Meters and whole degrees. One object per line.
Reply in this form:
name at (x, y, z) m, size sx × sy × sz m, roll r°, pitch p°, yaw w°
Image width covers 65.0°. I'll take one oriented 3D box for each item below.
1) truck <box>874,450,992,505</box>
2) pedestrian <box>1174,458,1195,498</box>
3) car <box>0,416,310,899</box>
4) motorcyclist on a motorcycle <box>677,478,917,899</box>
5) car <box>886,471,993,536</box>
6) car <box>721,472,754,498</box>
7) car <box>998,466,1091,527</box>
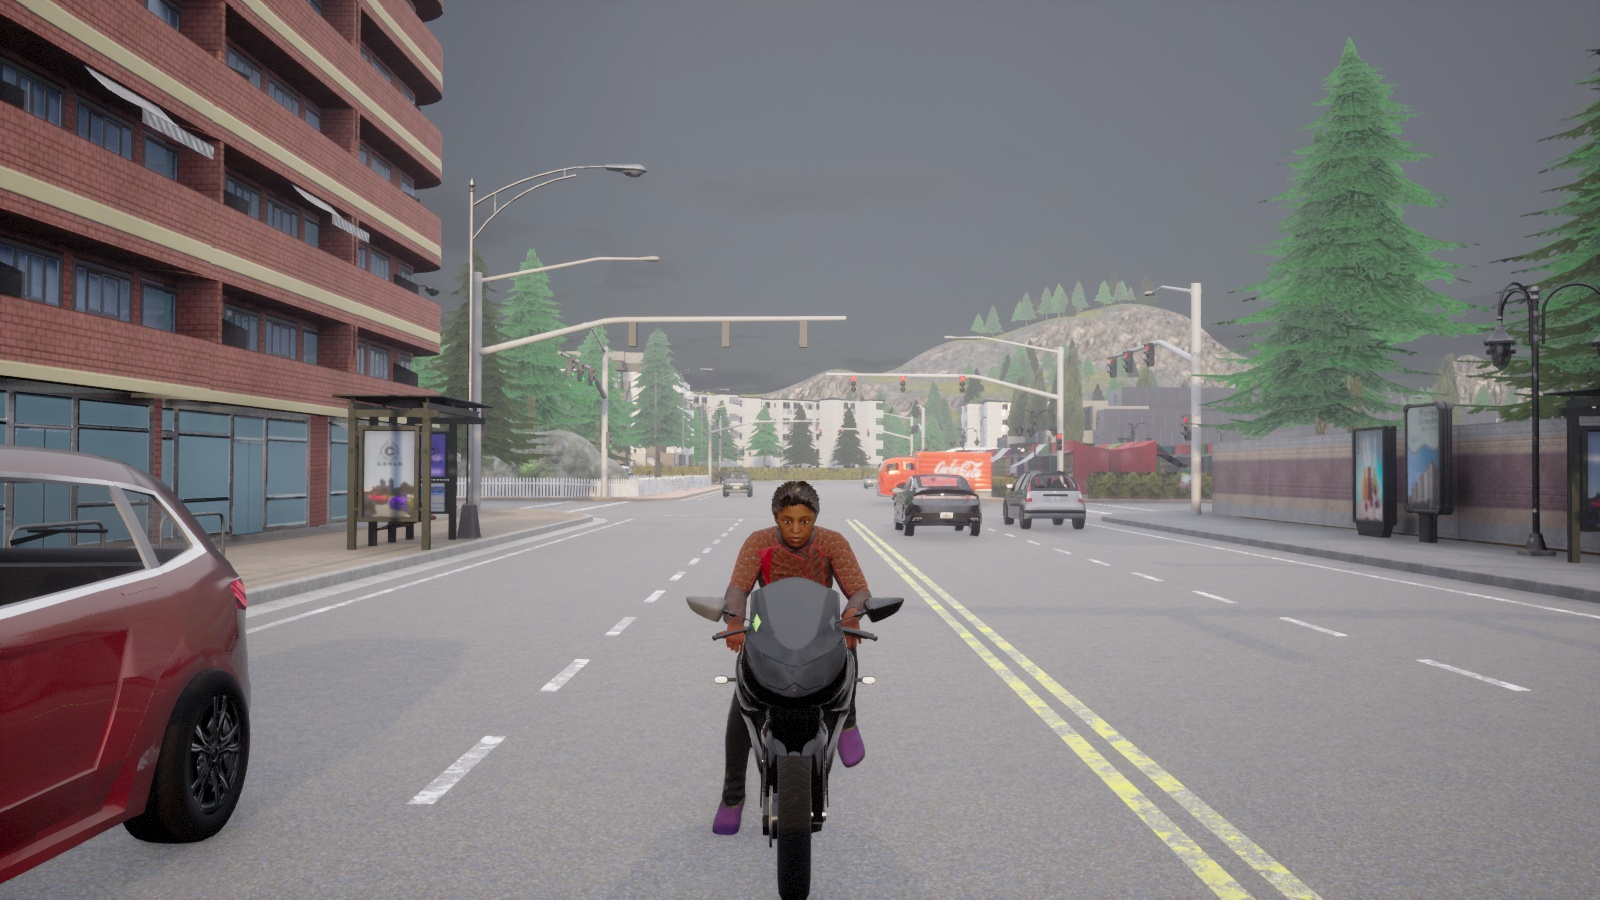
truck at (6.147, 1.269, 58.732) m, size 5.204 × 2.467 × 2.627 m, roll 0°, pitch -1°, yaw -1°
pedestrian at (19.093, 1.381, 62.347) m, size 0.873 × 1.952 × 0.659 m, roll 0°, pitch -1°, yaw 2°
car at (-3.511, 0.737, 3.845) m, size 2.242 × 1.667 × 4.611 m, roll 0°, pitch -1°, yaw 0°
motorcyclist on a motorcycle at (-0.013, 0.884, 5.210) m, size 0.797 × 1.523 × 2.044 m, roll 0°, pitch -1°, yaw 0°
car at (3.423, 1.288, 31.691) m, size 2.128 × 1.511 × 4.902 m, roll 0°, pitch -1°, yaw 0°
car at (-3.681, 2.064, 75.012) m, size 1.789 × 1.549 × 3.705 m, roll 0°, pitch -1°, yaw 0°
car at (6.913, 1.286, 35.846) m, size 1.851 × 1.617 × 3.988 m, roll 0°, pitch -1°, yaw 0°
